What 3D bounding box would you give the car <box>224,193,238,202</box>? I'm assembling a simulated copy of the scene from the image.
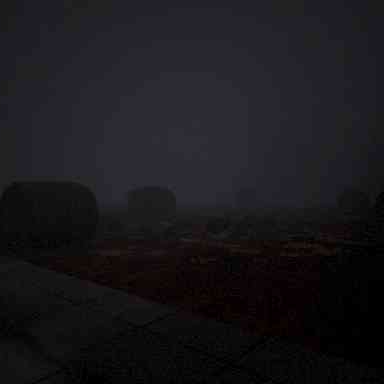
[{"bbox_3d":[9.127,1.153,73.545,3.866,1.878,1.905,-2,6,-6],"label":"car"}]
